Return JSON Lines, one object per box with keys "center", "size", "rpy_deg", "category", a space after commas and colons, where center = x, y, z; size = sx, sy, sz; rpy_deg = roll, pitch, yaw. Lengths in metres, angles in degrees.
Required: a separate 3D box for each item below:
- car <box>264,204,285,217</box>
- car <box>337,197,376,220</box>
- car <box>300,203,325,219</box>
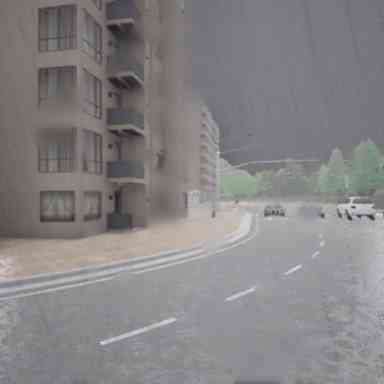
{"center": [8.666, 1.936, 35.070], "size": [1.994, 1.385, 4.181], "rpy_deg": [0, -1, 11], "category": "car"}
{"center": [15.023, 1.475, 30.667], "size": [2.150, 2.045, 5.566], "rpy_deg": [0, -1, 11], "category": "car"}
{"center": [11.728, 1.817, 32.565], "size": [1.812, 1.442, 4.674], "rpy_deg": [0, -1, 11], "category": "car"}
